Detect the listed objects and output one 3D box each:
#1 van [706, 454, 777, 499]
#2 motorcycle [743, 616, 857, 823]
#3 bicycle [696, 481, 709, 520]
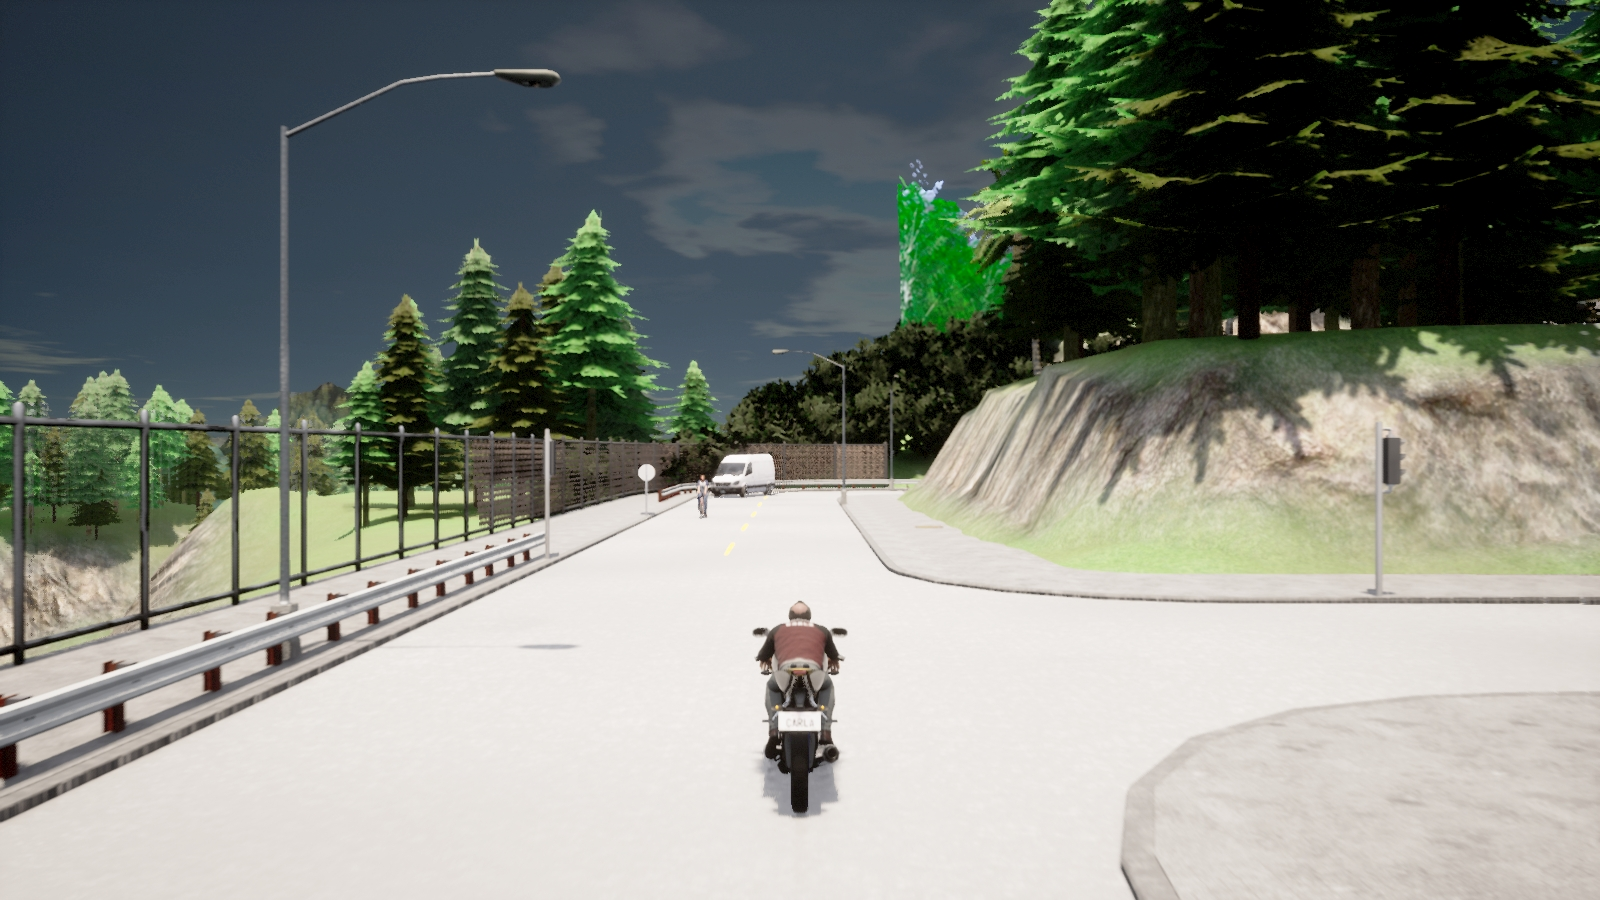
[{"bbox_3d":[-3.414,1.533,68.306,1.988,2.561,5.915,-1,0,20],"label":"van"},{"bbox_3d":[-0.001,2.204,9.759,0.867,1.251,2.209,0,0,0],"label":"motorcycle"},{"bbox_3d":[-3.979,2.054,46.629,0.373,1.496,1.643,0,0,0],"label":"bicycle"}]
